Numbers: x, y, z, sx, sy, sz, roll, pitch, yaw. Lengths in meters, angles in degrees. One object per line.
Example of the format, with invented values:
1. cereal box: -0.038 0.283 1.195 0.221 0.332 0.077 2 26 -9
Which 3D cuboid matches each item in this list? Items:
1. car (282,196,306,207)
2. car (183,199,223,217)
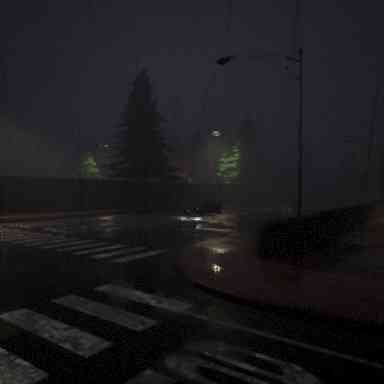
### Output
1. car: 14.825 1.361 48.439 2.128 1.511 4.902 1 0 42
2. car: 1.082 1.389 30.330 1.812 1.442 4.674 1 0 36
